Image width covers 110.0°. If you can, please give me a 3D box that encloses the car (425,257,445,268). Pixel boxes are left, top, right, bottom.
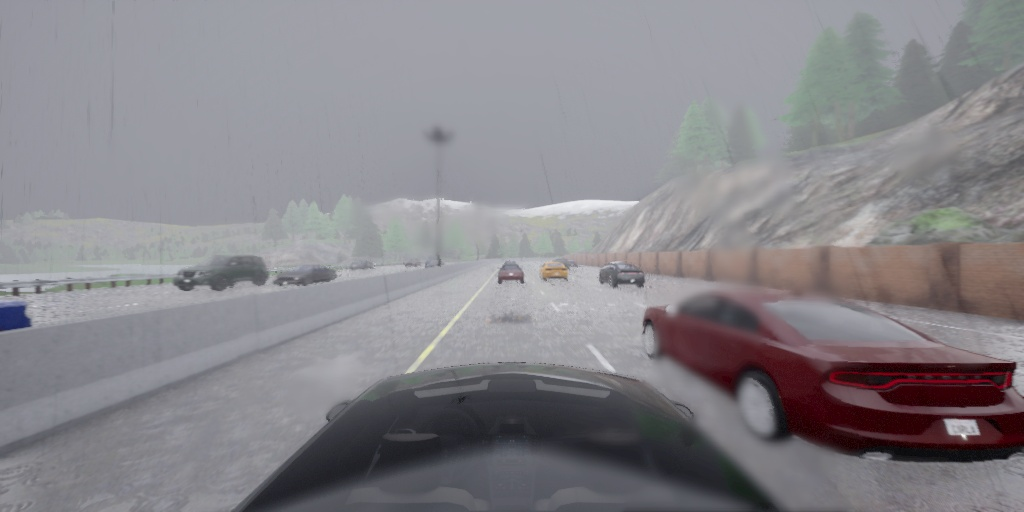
[{"bbox_3d":[-10.876,1.277,51.575,1.837,1.490,4.892,0,0,0],"label":"car"}]

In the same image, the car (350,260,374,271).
[{"bbox_3d":[-21.372,1.284,51.061,2.128,1.511,4.902,0,0,0],"label":"car"}]

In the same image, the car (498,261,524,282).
[{"bbox_3d":[-0.080,1.316,28.530,1.994,1.385,4.181,0,0,0],"label":"car"}]

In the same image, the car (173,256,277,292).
[{"bbox_3d":[-17.715,1.008,22.310,2.150,2.045,5.566,0,0,0],"label":"car"}]

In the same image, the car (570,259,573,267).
[{"bbox_3d":[6.774,1.093,50.198,2.097,1.767,4.553,0,0,0],"label":"car"}]

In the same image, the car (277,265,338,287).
[{"bbox_3d":[-14.236,1.326,25.115,2.033,1.411,5.357,0,0,0],"label":"car"}]

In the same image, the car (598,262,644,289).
[{"bbox_3d":[6.974,1.231,23.214,2.128,1.511,4.902,0,0,0],"label":"car"}]

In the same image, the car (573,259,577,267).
[{"bbox_3d":[10.187,1.262,62.875,1.812,1.442,4.674,0,0,0],"label":"car"}]

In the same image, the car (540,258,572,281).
[{"bbox_3d":[3.420,1.223,30.041,1.882,1.535,5.008,0,0,0],"label":"car"}]

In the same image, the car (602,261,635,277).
[{"bbox_3d":[10.379,1.259,35.342,1.812,1.442,4.674,0,0,0],"label":"car"}]

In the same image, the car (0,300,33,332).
[{"bbox_3d":[-10.615,1.247,5.045,1.882,1.535,5.008,0,0,0],"label":"car"}]

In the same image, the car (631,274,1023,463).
[{"bbox_3d":[3.606,1.221,5.354,1.882,1.535,5.008,0,0,0],"label":"car"}]
